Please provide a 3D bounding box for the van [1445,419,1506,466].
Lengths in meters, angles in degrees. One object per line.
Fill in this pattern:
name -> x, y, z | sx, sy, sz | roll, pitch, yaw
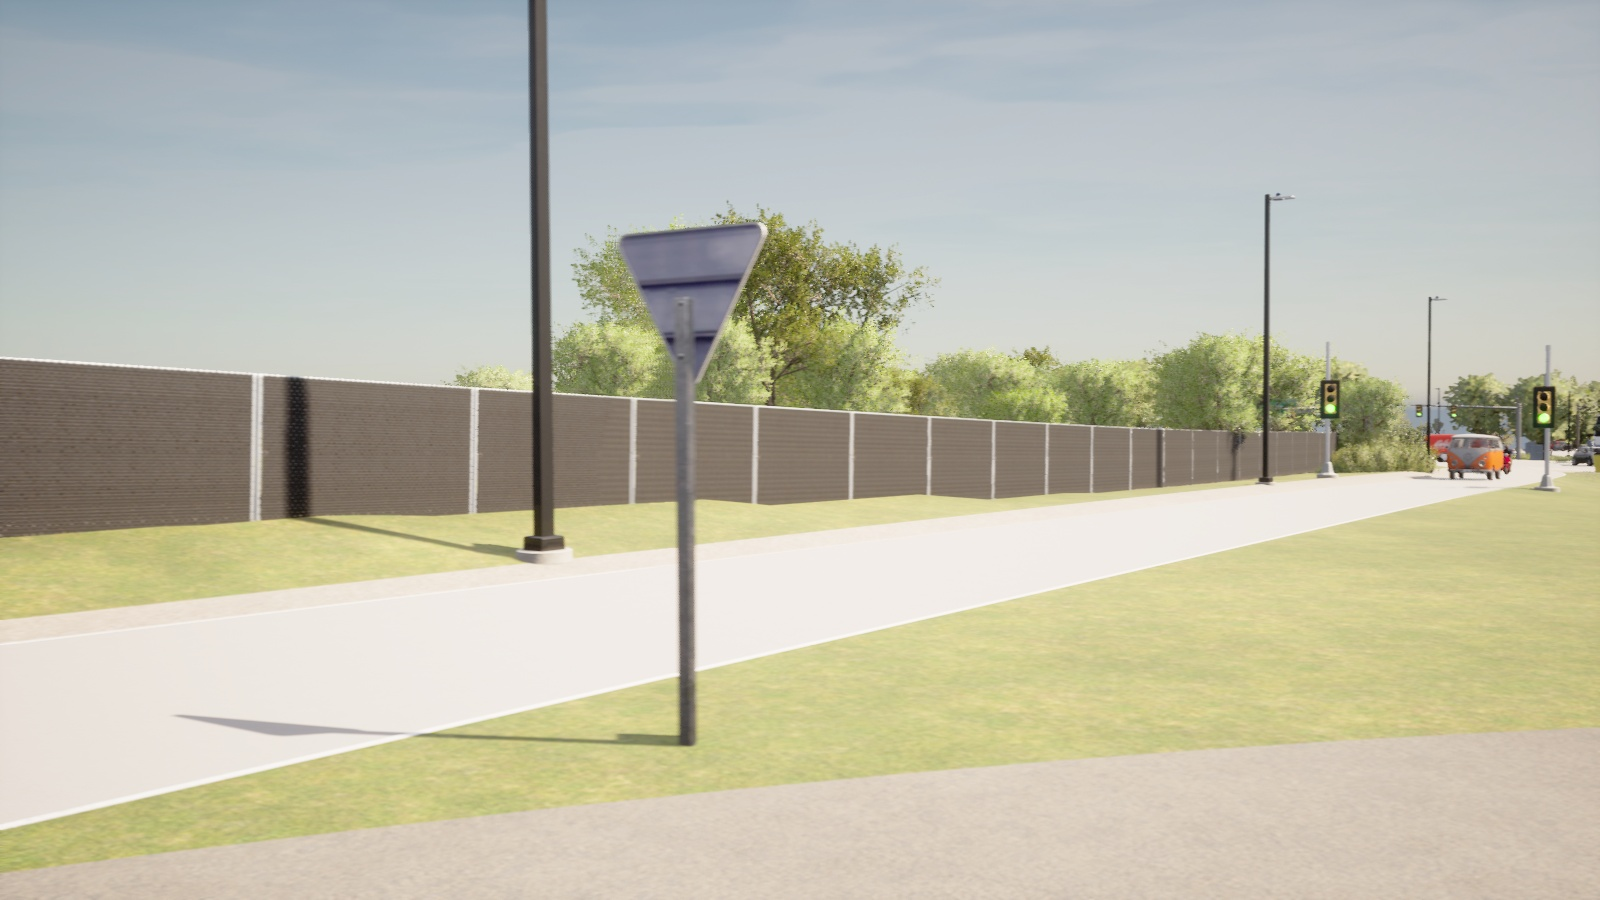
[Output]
van -> 29.484, -0.327, 54.772 | 1.775, 1.987, 4.442 | 0, 0, 35
